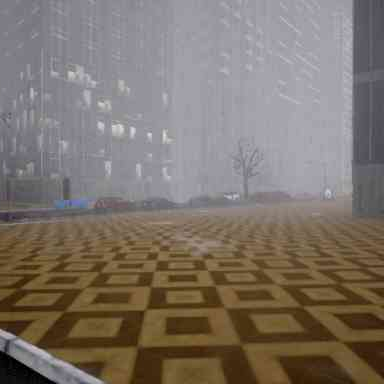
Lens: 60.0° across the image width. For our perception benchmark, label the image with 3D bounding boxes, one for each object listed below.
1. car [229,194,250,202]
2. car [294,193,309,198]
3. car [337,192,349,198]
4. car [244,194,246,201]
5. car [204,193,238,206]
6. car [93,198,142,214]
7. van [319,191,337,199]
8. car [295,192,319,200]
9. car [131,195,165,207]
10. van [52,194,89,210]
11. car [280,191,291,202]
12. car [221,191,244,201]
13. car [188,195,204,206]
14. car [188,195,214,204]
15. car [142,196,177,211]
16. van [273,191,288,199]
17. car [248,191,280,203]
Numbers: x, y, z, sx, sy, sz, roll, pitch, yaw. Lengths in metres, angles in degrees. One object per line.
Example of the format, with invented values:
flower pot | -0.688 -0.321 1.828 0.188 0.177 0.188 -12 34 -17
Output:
car | 9.000 1.057 63.190 1.947 1.339 4.313 1 1 42
car | 27.864 0.832 84.480 1.947 1.339 4.313 1 1 42
car | 37.933 0.709 83.727 1.801 1.575 5.366 0 1 42
car | 11.356 1.055 57.278 1.837 1.490 4.892 0 1 42
car | 3.941 1.243 44.844 1.802 1.307 4.206 1 1 42
car | -7.284 1.238 31.990 1.967 1.590 4.097 1 1 42
van | 30.351 0.686 74.645 1.690 1.788 3.998 1 1 42
car | 22.918 0.959 66.259 1.752 1.417 4.829 1 1 42
car | -6.098 1.217 46.165 1.887 1.381 4.507 1 1 42
van | -13.725 1.104 37.722 1.690 1.788 3.998 1 1 42
car | 15.260 0.841 57.614 2.192 1.841 5.009 1 1 42
car | 5.775 0.892 55.502 2.150 2.045 5.566 0 1 42
car | 1.409 1.230 46.051 1.994 1.385 4.181 0 1 42
car | 1.453 1.147 54.674 1.947 1.339 4.313 1 1 42
car | -3.554 1.318 36.286 1.947 1.339 4.313 1 1 42
van | 20.319 0.697 75.960 1.690 1.788 3.998 1 1 42
car | 11.487 0.886 53.356 2.192 1.841 5.009 1 1 42
